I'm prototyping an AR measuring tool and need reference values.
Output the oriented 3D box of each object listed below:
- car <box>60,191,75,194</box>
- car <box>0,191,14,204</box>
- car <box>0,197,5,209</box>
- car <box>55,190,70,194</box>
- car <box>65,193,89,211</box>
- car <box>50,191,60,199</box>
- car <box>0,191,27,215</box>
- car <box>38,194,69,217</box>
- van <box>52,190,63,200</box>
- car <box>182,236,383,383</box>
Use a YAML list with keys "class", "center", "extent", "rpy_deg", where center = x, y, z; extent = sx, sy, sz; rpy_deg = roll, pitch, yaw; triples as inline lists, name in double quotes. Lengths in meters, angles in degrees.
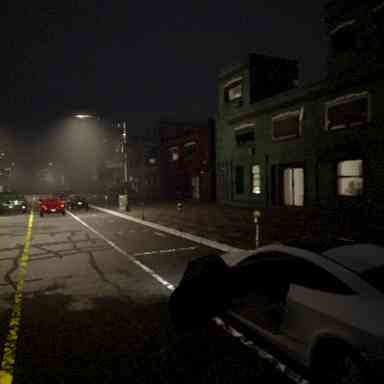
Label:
- class: "car"
  center: [-14.075, 1.006, 38.973]
  extent: [1.752, 1.417, 4.829]
  rpy_deg: [-3, 2, -25]
- class: "car"
  center: [-31.034, 0.877, 55.333]
  extent: [2.192, 1.841, 5.009]
  rpy_deg: [-3, 2, -25]
- class: "car"
  center: [-23.943, 1.297, 40.278]
  extent: [1.802, 1.307, 4.206]
  rpy_deg: [-3, 2, -25]
- class: "car"
  center: [-16.373, 0.747, 43.835]
  extent: [2.192, 1.841, 5.009]
  rpy_deg: [-3, 2, -25]
- class: "car"
  center: [-11.642, 1.099, 33.800]
  extent: [1.947, 1.339, 4.313]
  rpy_deg: [-3, 2, -25]
- class: "car"
  center: [-30.602, 0.649, 74.118]
  extent: [1.752, 1.417, 4.829]
  rpy_deg: [-3, 2, -25]
- class: "car"
  center: [-16.981, 0.947, 31.643]
  extent: [2.150, 2.045, 5.566]
  rpy_deg: [-2, 1, -25]
- class: "car"
  center: [-11.589, 1.199, 27.531]
  extent: [1.812, 1.442, 4.674]
  rpy_deg: [-2, 2, -25]
- class: "van"
  center: [-25.815, 0.569, 63.918]
  extent: [1.690, 1.788, 3.998]
  rpy_deg: [-3, 2, -25]
- class: "car"
  center: [1.673, 1.362, 4.688]
  extent: [1.812, 1.442, 4.674]
  rpy_deg: [-2, 1, -25]
